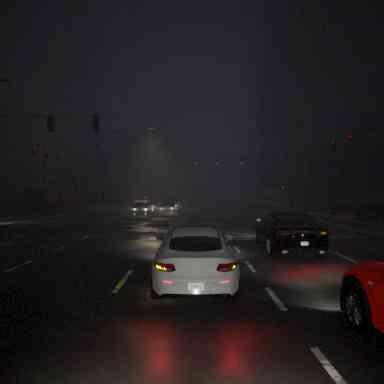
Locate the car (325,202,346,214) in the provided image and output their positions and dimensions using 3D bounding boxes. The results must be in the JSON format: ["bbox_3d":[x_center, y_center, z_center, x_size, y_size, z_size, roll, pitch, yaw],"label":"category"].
[{"bbox_3d":[16.431,1.601,34.622,4.718,1.301,1.895,0,0,0],"label":"car"}]

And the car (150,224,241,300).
[{"bbox_3d":[0.067,1.526,8.255,1.812,1.442,4.674,0,0,0],"label":"car"}]

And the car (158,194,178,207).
[{"bbox_3d":[-3.674,1.477,51.174,1.882,1.535,5.008,0,0,1],"label":"car"}]

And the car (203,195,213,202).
[{"bbox_3d":[3.873,1.478,79.099,1.882,1.535,5.008,0,0,1],"label":"car"}]

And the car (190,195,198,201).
[{"bbox_3d":[0.543,1.595,89.301,1.895,1.301,4.718,0,0,1],"label":"car"}]

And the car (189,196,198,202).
[{"bbox_3d":[0.313,1.595,75.226,1.895,1.301,4.718,0,0,1],"label":"car"}]

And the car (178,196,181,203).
[{"bbox_3d":[-3.510,1.505,60.401,1.837,1.490,4.892,0,0,1],"label":"car"}]

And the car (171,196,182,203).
[{"bbox_3d":[-3.263,1.540,70.996,2.033,1.411,5.357,0,0,1],"label":"car"}]

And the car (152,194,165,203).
[{"bbox_3d":[-6.823,1.352,68.108,2.097,1.767,4.553,0,0,1],"label":"car"}]

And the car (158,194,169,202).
[{"bbox_3d":[-6.643,1.340,78.198,2.097,1.767,4.553,0,0,1],"label":"car"}]

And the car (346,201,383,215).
[{"bbox_3d":[15.884,1.477,27.426,5.008,1.535,1.882,0,0,0],"label":"car"}]

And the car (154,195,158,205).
[{"bbox_3d":[-7.060,1.491,58.050,2.128,1.511,4.902,0,0,1],"label":"car"}]

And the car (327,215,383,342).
[{"bbox_3d":[3.604,1.352,3.919,2.097,1.767,4.553,0,0,0],"label":"car"}]

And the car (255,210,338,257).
[{"bbox_3d":[3.654,1.478,12.962,1.882,1.535,5.008,0,0,2],"label":"car"}]

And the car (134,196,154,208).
[{"bbox_3d":[-7.212,1.477,48.782,1.882,1.535,5.008,0,0,1],"label":"car"}]

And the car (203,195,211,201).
[{"bbox_3d":[4.042,1.478,89.213,1.882,1.535,5.008,0,0,1],"label":"car"}]
